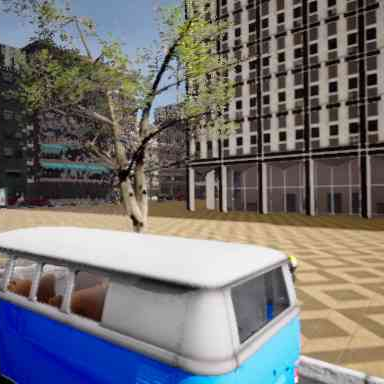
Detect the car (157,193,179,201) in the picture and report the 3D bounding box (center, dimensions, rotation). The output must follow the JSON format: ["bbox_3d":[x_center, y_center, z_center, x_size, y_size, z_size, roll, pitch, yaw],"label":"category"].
[{"bbox_3d":[-5.303,1.134,67.704,2.008,1.369,4.403,-1,0,36],"label":"car"}]

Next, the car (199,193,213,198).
[{"bbox_3d":[4.118,1.088,95.005,1.947,1.339,4.313,-1,0,36],"label":"car"}]

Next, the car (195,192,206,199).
[{"bbox_3d":[1.180,1.087,76.658,1.802,1.307,4.206,-1,0,36],"label":"car"}]

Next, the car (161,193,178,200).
[{"bbox_3d":[-5.608,1.076,81.573,1.967,1.590,4.097,-1,0,36],"label":"car"}]

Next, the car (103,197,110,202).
[{"bbox_3d":[-14.624,1.277,64.563,2.033,1.411,5.357,-1,0,36],"label":"car"}]

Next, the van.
[{"bbox_3d":[-0.906,1.344,3.571,3.998,1.788,1.690,0,-1,36],"label":"van"}]

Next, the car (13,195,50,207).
[{"bbox_3d":[-21.511,1.228,45.317,1.967,1.590,4.097,-1,0,36],"label":"car"}]

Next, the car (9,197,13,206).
[{"bbox_3d":[-28.296,1.464,50.233,1.887,1.381,4.507,-1,0,36],"label":"car"}]

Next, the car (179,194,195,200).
[{"bbox_3d":[-2.061,1.089,72.181,1.887,1.381,4.507,-1,0,36],"label":"car"}]

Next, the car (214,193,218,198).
[{"bbox_3d":[4.419,0.781,81.135,2.192,1.841,5.009,-1,0,36],"label":"car"}]

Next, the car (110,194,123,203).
[{"bbox_3d":[-11.787,1.103,58.749,1.967,1.590,4.097,-1,0,36],"label":"car"}]
